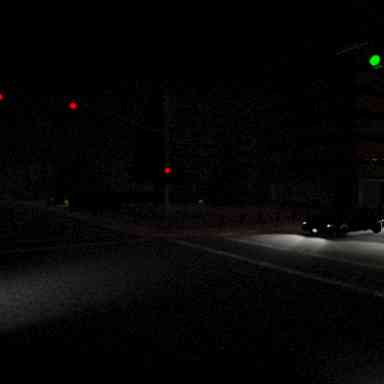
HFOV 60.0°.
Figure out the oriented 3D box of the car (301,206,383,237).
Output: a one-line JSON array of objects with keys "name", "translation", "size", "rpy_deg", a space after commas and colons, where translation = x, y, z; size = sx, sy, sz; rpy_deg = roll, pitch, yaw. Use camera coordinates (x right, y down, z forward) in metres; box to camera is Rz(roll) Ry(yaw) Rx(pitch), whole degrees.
[{"name": "car", "translation": [8.173, 1.451, 17.451], "size": [5.357, 1.411, 2.033], "rpy_deg": [0, 0, -32]}]
